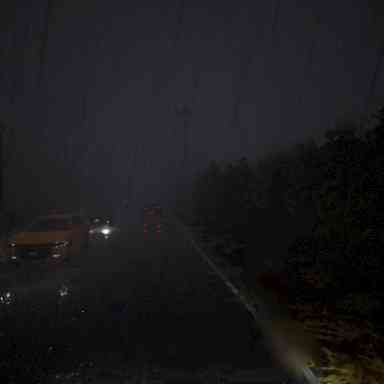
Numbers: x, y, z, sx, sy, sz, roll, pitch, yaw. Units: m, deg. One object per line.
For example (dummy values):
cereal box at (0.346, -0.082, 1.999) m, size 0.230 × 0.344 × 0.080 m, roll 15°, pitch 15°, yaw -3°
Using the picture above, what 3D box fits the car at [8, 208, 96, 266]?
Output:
car at (-5.092, 1.596, 12.453) m, size 1.882 × 1.535 × 5.008 m, roll -2°, pitch 0°, yaw -7°

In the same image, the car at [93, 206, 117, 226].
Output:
car at (-6.560, 1.702, 23.991) m, size 1.994 × 1.385 × 4.181 m, roll -2°, pitch 0°, yaw -7°

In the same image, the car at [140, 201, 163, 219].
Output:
car at (-3.580, 1.537, 29.741) m, size 2.128 × 1.511 × 4.902 m, roll -2°, pitch 0°, yaw -7°
